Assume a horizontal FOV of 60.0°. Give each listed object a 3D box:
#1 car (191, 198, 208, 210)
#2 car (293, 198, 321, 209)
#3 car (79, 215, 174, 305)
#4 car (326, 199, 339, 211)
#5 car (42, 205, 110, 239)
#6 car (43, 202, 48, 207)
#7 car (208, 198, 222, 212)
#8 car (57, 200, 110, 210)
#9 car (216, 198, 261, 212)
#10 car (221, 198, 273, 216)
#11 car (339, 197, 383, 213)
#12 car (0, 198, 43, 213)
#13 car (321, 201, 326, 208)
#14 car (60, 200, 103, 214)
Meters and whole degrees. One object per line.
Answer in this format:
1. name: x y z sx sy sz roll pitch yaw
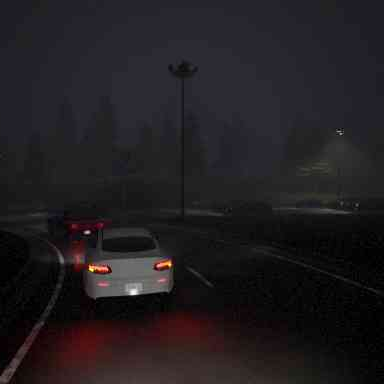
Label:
1. car: 2.350 1.478 42.722 5.008 1.535 1.882 0 0 -14
2. car: 16.179 1.564 46.084 4.181 1.385 1.994 0 0 -14
3. car: -1.664 1.526 8.124 1.812 1.442 4.674 0 0 -16
4. car: 18.834 1.351 39.525 4.553 1.767 2.097 0 0 -14
5. car: -6.180 1.601 17.414 1.895 1.301 4.718 0 0 -35
6. car: -11.670 1.564 32.111 4.181 1.385 1.994 0 0 -14
7. car: 4.685 1.478 36.087 5.008 1.535 1.882 0 0 -14
8. car: -9.585 1.601 29.017 4.718 1.301 1.895 0 0 -14
9. car: 5.493 1.491 39.885 4.902 1.511 2.128 0 0 -14
10. car: 5.627 1.526 32.721 4.674 1.442 1.812 0 0 -14
11. car: 18.887 1.353 35.937 4.553 1.767 2.097 0 0 -14
12. car: -19.031 1.477 37.526 5.008 1.535 1.882 0 0 -14
13. car: 19.555 1.564 43.301 4.181 1.385 1.994 0 0 -14
14. car: -11.785 1.564 35.686 4.181 1.385 1.994 0 0 -14
